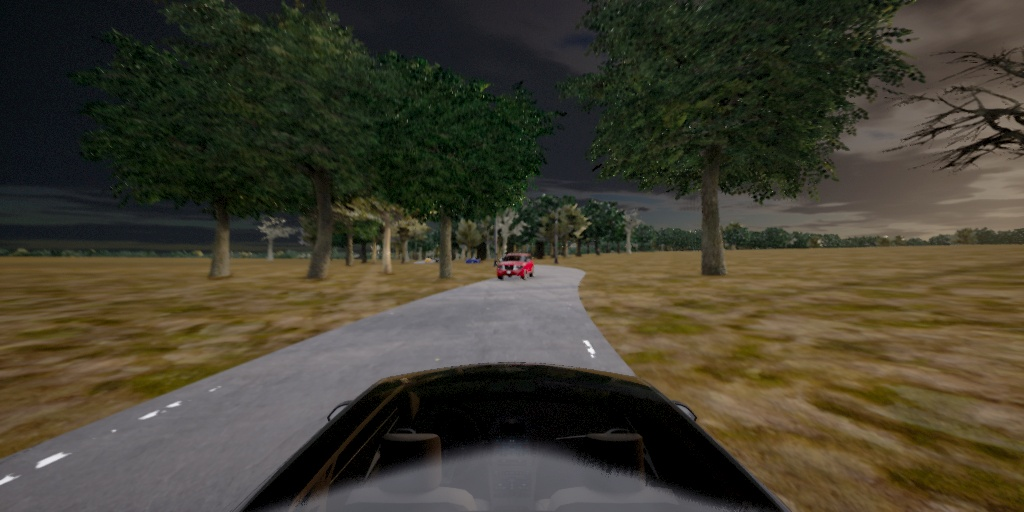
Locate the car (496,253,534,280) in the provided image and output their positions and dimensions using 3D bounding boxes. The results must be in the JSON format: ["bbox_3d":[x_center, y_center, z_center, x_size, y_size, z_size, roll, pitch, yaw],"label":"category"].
[{"bbox_3d":[0.391,0.814,29.026,2.150,2.045,5.566,0,0,13],"label":"car"}]
